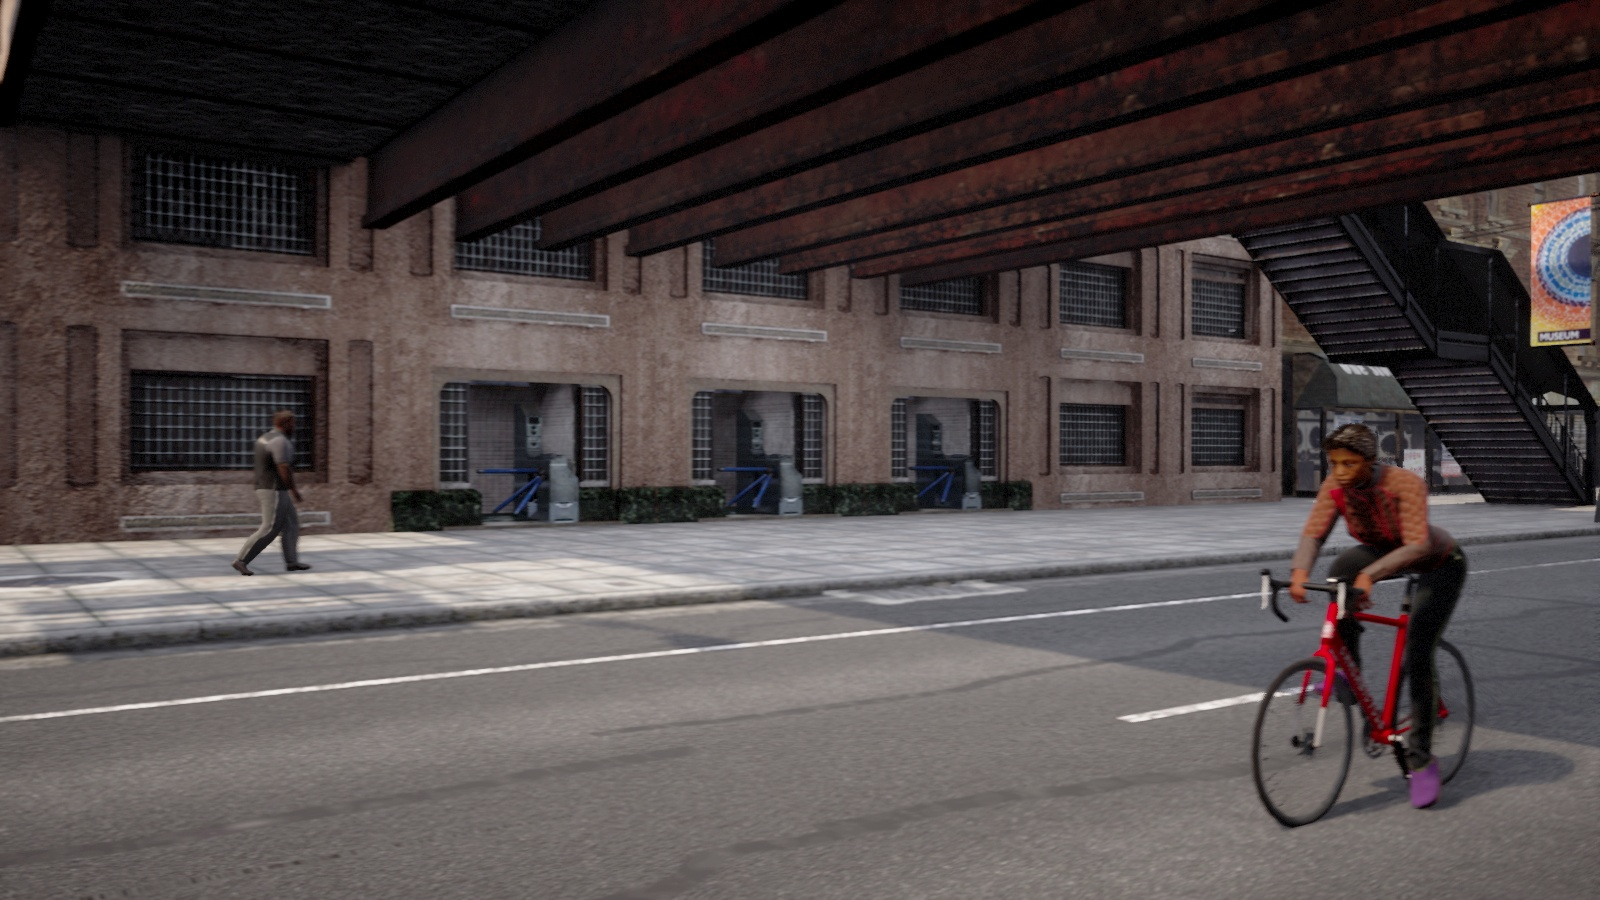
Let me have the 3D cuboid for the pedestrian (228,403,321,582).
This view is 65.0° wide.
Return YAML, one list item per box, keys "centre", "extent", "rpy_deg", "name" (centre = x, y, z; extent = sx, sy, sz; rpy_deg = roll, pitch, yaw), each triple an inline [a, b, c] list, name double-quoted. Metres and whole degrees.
- centre: [-5.739, 0.447, 13.715]
  extent: [0.849, 1.883, 0.563]
  rpy_deg: [0, 0, -33]
  name: "pedestrian"

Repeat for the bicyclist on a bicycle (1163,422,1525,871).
- centre: [2.302, 0.706, 5.238]
  extent: [1.656, 1.620, 0.582]
  rpy_deg: [0, 0, -34]
  name: "bicyclist on a bicycle"
